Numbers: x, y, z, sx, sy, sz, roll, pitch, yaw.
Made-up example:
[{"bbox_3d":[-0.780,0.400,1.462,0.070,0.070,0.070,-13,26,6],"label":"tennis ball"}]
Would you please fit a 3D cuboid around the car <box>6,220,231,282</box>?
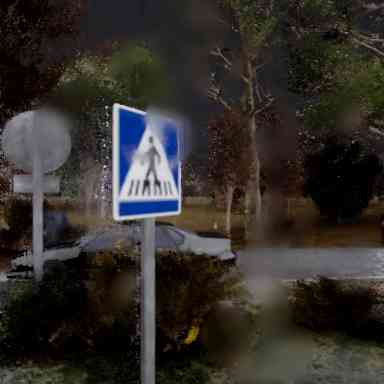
[{"bbox_3d":[-1.612,1.460,8.499,5.357,1.411,2.033,-1,0,-8],"label":"car"}]
